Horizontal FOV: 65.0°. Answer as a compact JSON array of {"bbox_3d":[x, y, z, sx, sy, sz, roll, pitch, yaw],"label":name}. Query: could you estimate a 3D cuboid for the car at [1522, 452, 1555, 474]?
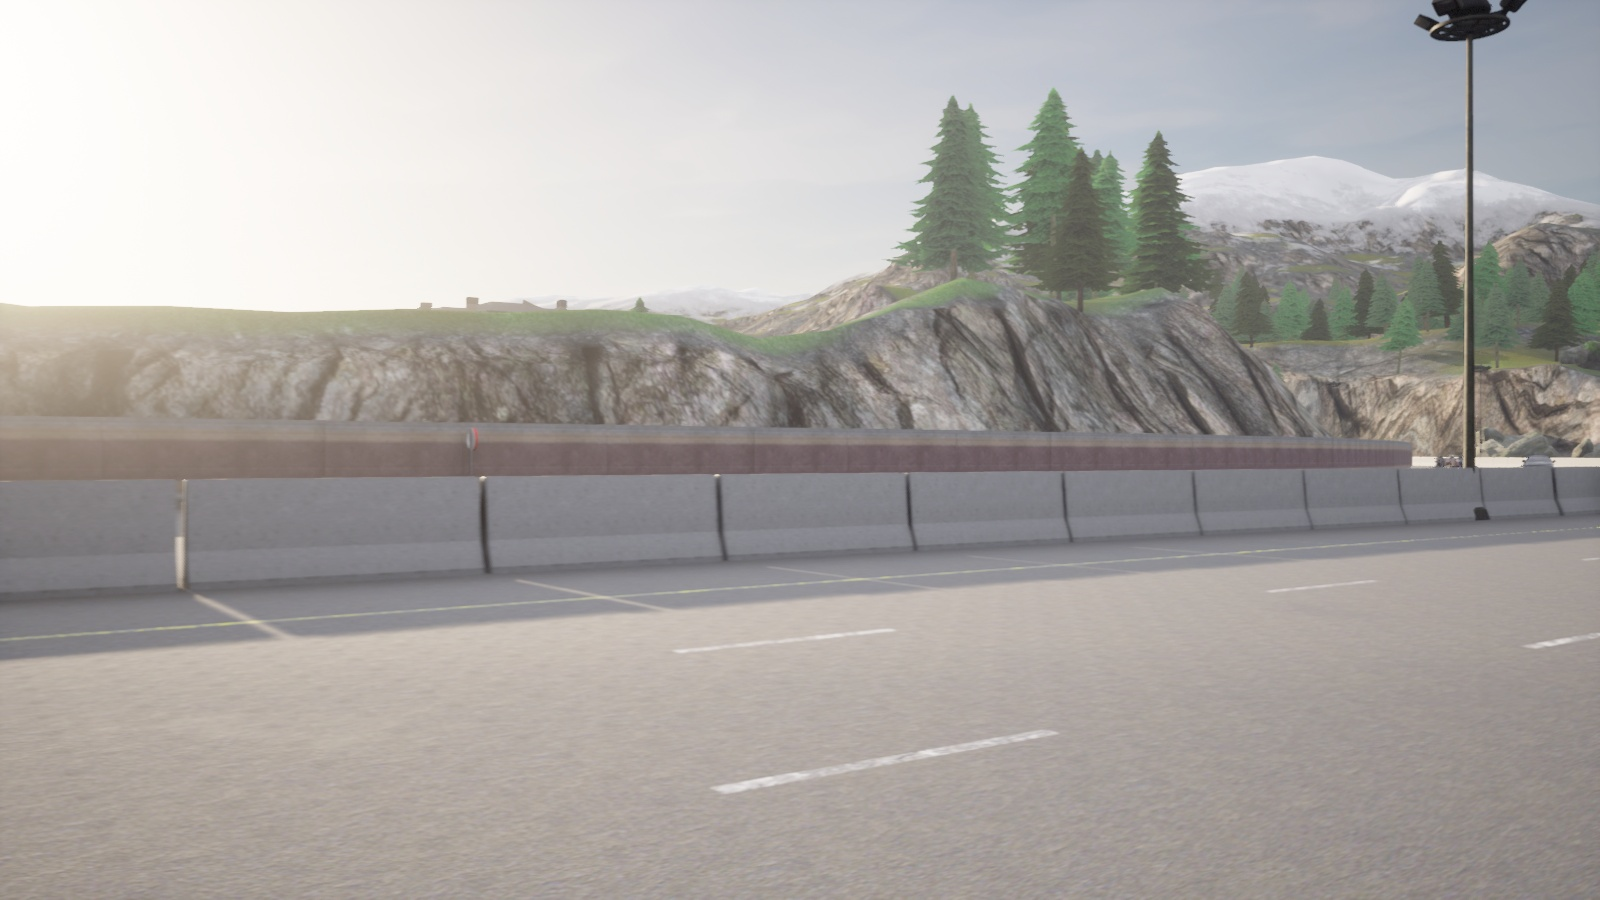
[{"bbox_3d":[50.078,0.873,85.205,1.812,1.442,4.674,0,0,29],"label":"car"}]
